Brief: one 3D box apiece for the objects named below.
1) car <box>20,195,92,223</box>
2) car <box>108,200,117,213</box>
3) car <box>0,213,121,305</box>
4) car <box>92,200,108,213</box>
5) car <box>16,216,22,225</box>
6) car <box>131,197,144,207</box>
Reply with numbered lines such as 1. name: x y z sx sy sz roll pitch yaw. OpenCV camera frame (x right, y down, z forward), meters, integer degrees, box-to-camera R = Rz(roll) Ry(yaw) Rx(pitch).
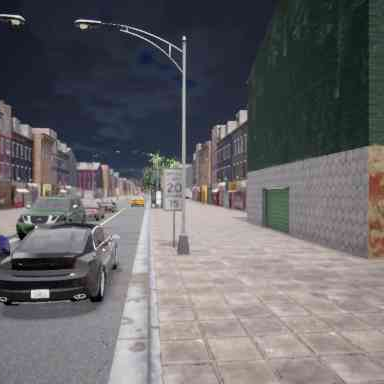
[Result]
1. car: -6.924 1.192 17.042 2.150 2.045 5.566 0 0 -7
2. car: -9.424 1.525 36.693 1.994 1.385 4.181 0 0 -7
3. car: -2.906 1.491 8.089 1.837 1.490 4.892 0 0 -7
4. car: -8.182 1.490 26.764 1.812 1.442 4.674 0 0 -7
5. car: -5.693 1.502 7.391 1.812 1.442 4.674 0 0 -7
6. car: -8.438 1.452 51.770 1.882 1.535 5.008 0 0 -8
